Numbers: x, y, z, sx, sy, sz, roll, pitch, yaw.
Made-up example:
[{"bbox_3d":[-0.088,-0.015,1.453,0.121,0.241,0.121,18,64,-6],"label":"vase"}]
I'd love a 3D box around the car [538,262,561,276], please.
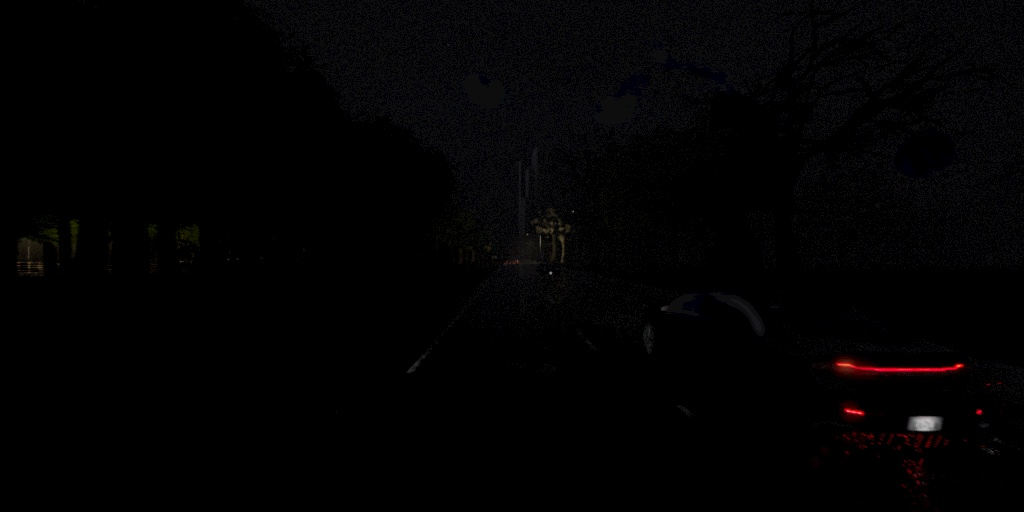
[{"bbox_3d":[3.593,1.287,35.491,1.895,1.301,4.718,0,0,0],"label":"car"}]

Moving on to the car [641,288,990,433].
[{"bbox_3d":[3.600,1.234,5.547,2.128,1.511,4.902,0,0,0],"label":"car"}]
